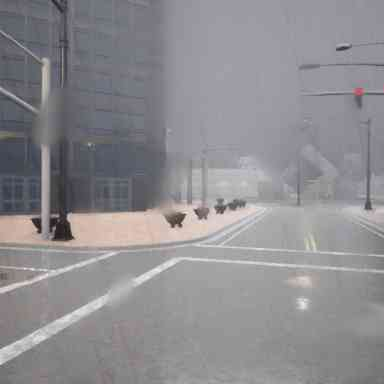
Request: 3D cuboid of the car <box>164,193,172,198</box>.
[{"bbox_3d":[-7.937,0.936,94.751,4.553,1.767,2.097,0,0,14],"label":"car"}]
